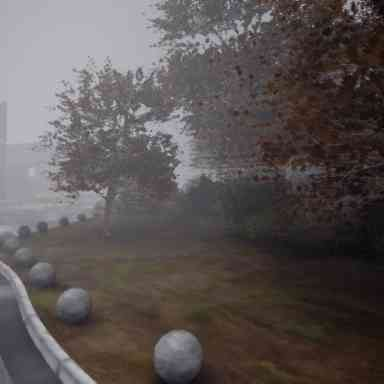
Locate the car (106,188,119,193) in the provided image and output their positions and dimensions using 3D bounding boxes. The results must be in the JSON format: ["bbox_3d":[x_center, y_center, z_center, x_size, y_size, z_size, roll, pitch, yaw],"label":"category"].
[{"bbox_3d":[-16.047,-0.428,63.751,2.435,2.045,5.566,0,3,17],"label":"car"}]

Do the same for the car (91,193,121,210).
[{"bbox_3d":[-8.618,1.145,35.494,1.994,1.385,4.181,0,3,13],"label":"car"}]

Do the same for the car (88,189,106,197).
[{"bbox_3d":[-17.752,0.080,58.215,1.946,1.575,5.366,0,3,17],"label":"car"}]

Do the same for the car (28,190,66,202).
[{"bbox_3d":[-21.003,0.576,47.668,1.946,1.575,5.366,0,3,17],"label":"car"}]

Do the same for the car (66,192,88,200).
[{"bbox_3d":[-19.373,0.326,52.940,1.946,1.575,5.366,0,3,17],"label":"car"}]

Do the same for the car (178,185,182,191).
[{"bbox_3d":[-1.148,-0.132,61.025,2.128,1.511,4.902,0,3,17],"label":"car"}]
